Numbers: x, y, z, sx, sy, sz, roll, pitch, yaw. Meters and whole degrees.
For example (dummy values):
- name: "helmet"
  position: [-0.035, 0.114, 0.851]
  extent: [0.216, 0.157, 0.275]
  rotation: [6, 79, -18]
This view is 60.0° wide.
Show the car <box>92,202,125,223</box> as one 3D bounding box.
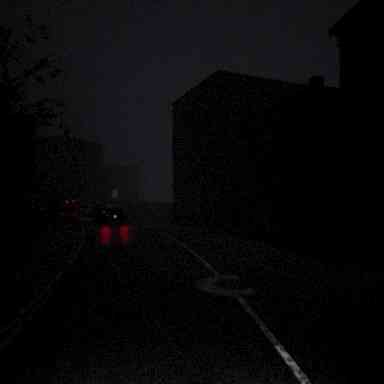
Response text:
- name: "car"
  position: [-6.343, 1.504, 25.158]
  extent: [1.812, 1.442, 4.674]
  rotation: [0, 0, -26]

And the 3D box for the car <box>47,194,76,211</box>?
- name: "car"
  position: [-15.812, 1.225, 40.091]
  extent: [2.150, 2.045, 5.566]
  rotation: [0, 0, -37]
